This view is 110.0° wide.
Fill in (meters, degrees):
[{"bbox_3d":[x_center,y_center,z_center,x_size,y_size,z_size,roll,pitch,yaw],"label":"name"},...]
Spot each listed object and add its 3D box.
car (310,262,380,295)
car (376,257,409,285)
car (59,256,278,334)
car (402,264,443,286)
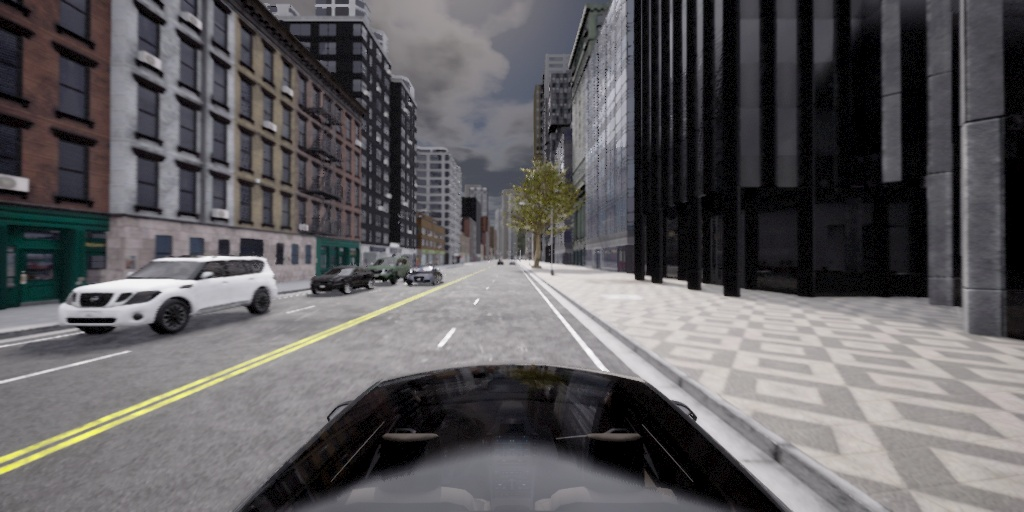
[{"bbox_3d":[-9.788,1.326,21.057,1.882,1.535,5.008,0,0,1],"label":"car"},{"bbox_3d":[-9.725,1.117,28.543,2.150,2.045,5.566,0,0,0],"label":"car"},{"bbox_3d":[-9.839,1.011,11.107,2.150,2.045,5.566,0,0,0],"label":"car"},{"bbox_3d":[-6.489,1.452,27.026,1.994,1.385,4.181,0,0,0],"label":"car"}]
